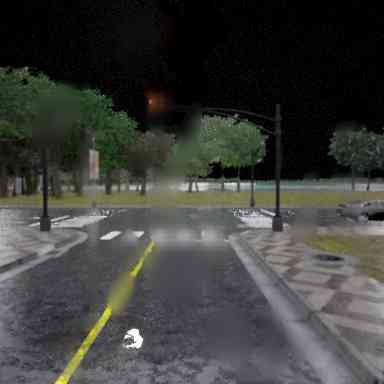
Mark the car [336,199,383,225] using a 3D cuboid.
[{"bbox_3d":[11.546,1.196,20.635,4.902,1.511,2.128,0,1,0],"label":"car"}]
